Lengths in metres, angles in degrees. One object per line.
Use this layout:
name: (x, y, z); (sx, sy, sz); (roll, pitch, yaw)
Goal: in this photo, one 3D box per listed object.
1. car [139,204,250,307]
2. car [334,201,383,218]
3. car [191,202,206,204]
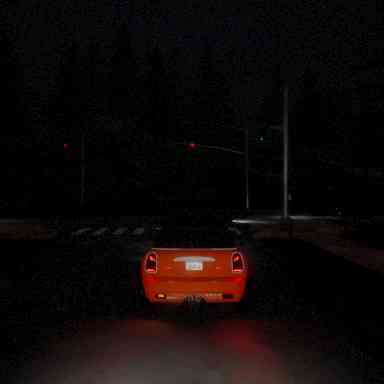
car: (0.050, 1.352, 8.115); (2.097, 1.767, 4.553); (0, 0, 0)
car: (14.342, 1.438, 27.357); (4.718, 1.301, 1.895); (0, 0, 0)
car: (0.730, 1.425, 23.601); (4.181, 1.385, 1.994); (-1, 0, 0)
